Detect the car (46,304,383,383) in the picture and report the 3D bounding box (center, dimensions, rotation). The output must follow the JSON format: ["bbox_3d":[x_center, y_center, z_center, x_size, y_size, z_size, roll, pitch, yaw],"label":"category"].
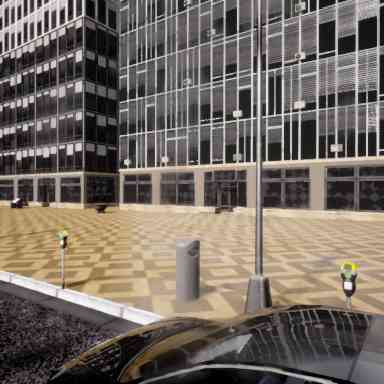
[{"bbox_3d":[0.735,1.566,2.345,4.313,1.339,1.947,0,0,35],"label":"car"}]
